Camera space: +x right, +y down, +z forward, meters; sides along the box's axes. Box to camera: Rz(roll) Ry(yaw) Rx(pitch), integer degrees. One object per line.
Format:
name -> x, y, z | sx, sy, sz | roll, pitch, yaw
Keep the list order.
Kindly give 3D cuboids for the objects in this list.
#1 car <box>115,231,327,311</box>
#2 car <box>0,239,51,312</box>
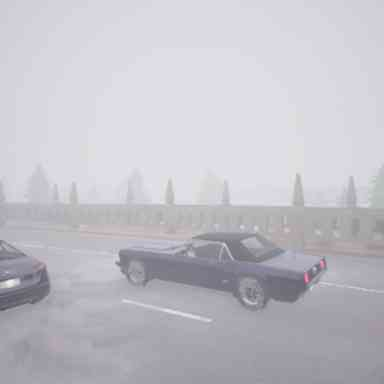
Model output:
car -> 0.458, 1.585, 7.706 | 4.718, 1.301, 1.895 | 0, 0, 33
car -> -4.887, 1.583, 6.873 | 4.181, 1.385, 1.994 | 0, 0, 31
